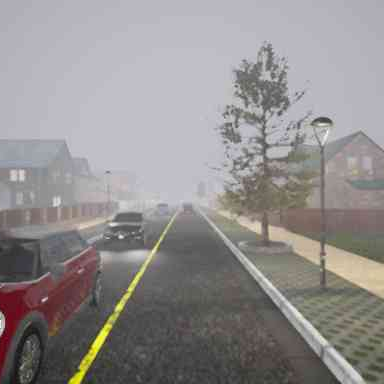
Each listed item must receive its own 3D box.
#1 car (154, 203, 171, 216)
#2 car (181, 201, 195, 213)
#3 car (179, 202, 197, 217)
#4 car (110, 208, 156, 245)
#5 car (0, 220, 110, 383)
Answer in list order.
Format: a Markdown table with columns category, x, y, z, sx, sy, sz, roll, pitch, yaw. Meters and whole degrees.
| category | x | y | z | sx | sy | sz | roll | pitch | yaw |
| --- | --- | --- | --- | --- | --- | --- | --- | --- | --- |
| car | -3.448 | 2.057 | 39.070 | 1.812 | 1.442 | 4.674 | 0 | -1 | -1 |
| car | -0.631 | 2.131 | 47.452 | 1.882 | 1.535 | 5.008 | 0 | -1 | -1 |
| car | -0.473 | 2.030 | 37.309 | 1.812 | 1.442 | 4.674 | 0 | -1 | -1 |
| car | -3.087 | 1.727 | 16.708 | 1.837 | 1.490 | 4.892 | 0 | -1 | -1 |
| car | -2.914 | 1.422 | 5.220 | 2.097 | 1.767 | 4.553 | 0 | -1 | -1 |
